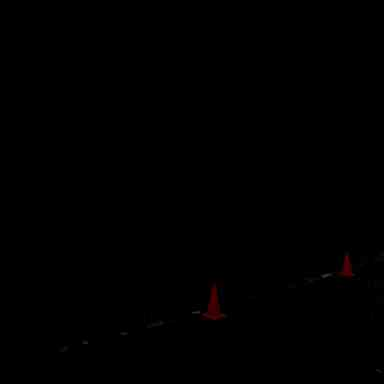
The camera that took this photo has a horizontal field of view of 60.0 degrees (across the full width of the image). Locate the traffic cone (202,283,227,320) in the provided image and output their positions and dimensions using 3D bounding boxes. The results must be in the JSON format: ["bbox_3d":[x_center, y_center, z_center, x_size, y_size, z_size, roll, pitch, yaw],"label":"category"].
[{"bbox_3d":[0.409,1.964,6.080,0.340,0.580,0.340,0,0,-37],"label":"traffic cone"}]

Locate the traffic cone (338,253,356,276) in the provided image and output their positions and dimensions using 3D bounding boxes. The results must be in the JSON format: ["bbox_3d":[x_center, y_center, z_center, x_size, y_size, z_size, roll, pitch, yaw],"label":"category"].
[{"bbox_3d":[4.255,1.970,9.132,0.340,0.580,0.340,0,0,-39],"label":"traffic cone"}]
